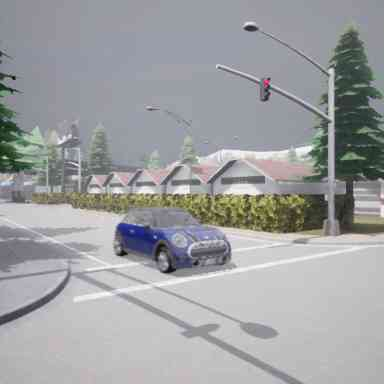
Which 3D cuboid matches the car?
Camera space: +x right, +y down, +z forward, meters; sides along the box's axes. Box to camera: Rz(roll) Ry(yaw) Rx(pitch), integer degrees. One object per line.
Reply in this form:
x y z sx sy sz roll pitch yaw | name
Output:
-0.813 1.312 10.855 2.097 1.767 4.553 0 0 -37 | car
